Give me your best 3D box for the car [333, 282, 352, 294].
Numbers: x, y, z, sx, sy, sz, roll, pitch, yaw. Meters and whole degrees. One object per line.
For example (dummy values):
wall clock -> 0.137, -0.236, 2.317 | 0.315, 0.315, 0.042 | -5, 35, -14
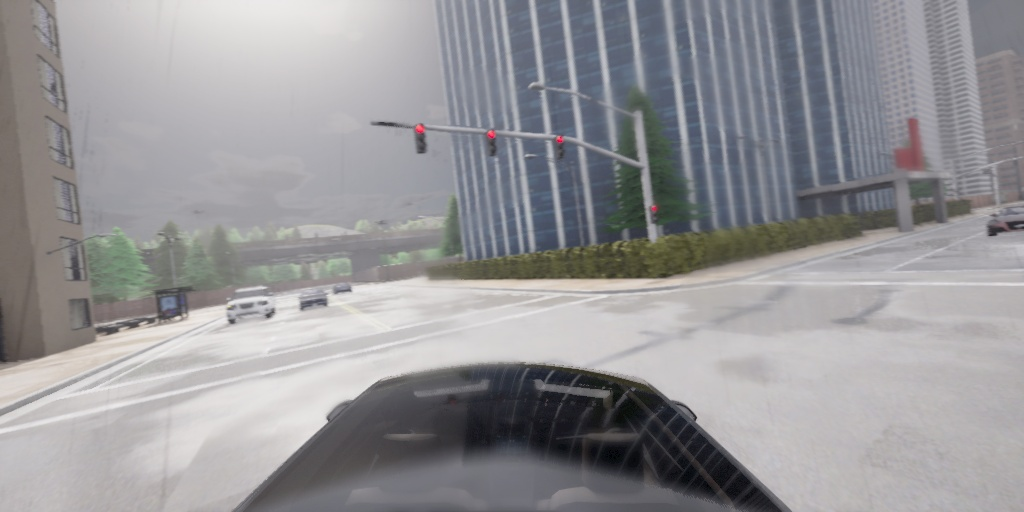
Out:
car -> -21.877, 4.069, 46.245 | 1.994, 1.385, 4.181 | -7, 1, -30

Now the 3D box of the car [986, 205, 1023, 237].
car -> 25.140, -1.802, 17.580 | 4.181, 1.385, 1.994 | -7, 0, -31

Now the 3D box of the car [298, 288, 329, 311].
car -> -15.221, 3.224, 27.482 | 2.033, 1.411, 5.357 | -7, 0, -30

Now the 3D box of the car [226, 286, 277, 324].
car -> -17.080, 3.119, 23.678 | 2.150, 2.045, 5.566 | -7, 0, -29
